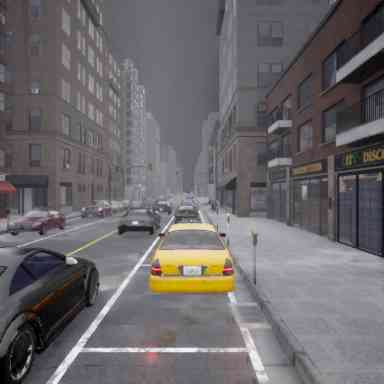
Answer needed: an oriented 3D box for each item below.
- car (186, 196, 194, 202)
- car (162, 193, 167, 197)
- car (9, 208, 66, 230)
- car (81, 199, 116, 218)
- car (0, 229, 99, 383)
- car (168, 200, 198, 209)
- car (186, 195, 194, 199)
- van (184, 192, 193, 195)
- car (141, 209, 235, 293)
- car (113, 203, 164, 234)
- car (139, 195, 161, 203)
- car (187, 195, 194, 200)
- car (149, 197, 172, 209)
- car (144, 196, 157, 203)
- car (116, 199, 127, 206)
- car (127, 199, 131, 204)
[{"bbox_3d":[-0.383,1.579,79.064,1.802,1.307,4.206,0,0,0],"label":"car"},{"bbox_3d":[-8.408,1.518,90.251,1.752,1.417,4.829,0,0,0],"label":"car"},{"bbox_3d":[-8.408,1.582,18.538,1.802,1.307,4.206,0,0,0],"label":"car"},{"bbox_3d":[-8.408,1.440,29.575,1.967,1.590,4.097,0,0,0],"label":"car"},{"bbox_3d":[-2.919,1.563,5.293,1.994,1.385,4.181,0,0,0],"label":"car"},{"bbox_3d":[-0.383,1.551,24.063,2.008,1.369,4.403,0,0,0],"label":"car"},{"bbox_3d":[-0.383,1.440,35.101,1.967,1.590,4.097,0,0,0],"label":"car"},{"bbox_3d":[-0.383,1.339,67.702,1.690,1.788,3.998,0,0,0],"label":"van"},{"bbox_3d":[0.005,1.457,8.840,1.801,1.575,5.366,0,0,0],"label":"car"},{"bbox_3d":[-2.920,1.565,19.129,1.994,1.385,4.181,0,0,0],"label":"car"},{"bbox_3d":[-5.770,1.404,44.386,2.097,1.767,4.553,0,0,0],"label":"car"},{"bbox_3d":[-0.383,1.575,90.427,1.802,1.307,4.206,0,0,0],"label":"car"},{"bbox_3d":[-3.021,1.525,34.449,1.812,1.442,4.674,0,0,0],"label":"car"},{"bbox_3d":[-8.408,1.549,67.693,2.008,1.369,4.403,0,0,0],"label":"car"},{"bbox_3d":[-8.408,1.525,34.923,1.752,1.417,4.829,0,0,0],"label":"car"},{"bbox_3d":[-8.408,1.551,40.611,2.008,1.369,4.403,0,0,0],"label":"car"}]
